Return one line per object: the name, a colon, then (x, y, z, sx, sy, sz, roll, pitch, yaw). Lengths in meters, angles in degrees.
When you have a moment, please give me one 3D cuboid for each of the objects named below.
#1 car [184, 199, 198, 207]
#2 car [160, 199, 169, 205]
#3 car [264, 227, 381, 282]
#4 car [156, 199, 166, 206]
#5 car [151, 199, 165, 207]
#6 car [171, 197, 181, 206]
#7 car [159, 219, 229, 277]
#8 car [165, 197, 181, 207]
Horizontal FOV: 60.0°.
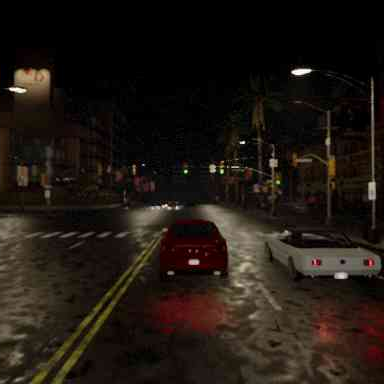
car: (-0.228, 2.440, 70.080, 1.994, 1.385, 4.181, 0, -1, 0)
car: (-7.370, 2.644, 89.001, 2.128, 1.511, 4.902, 0, -1, 0)
car: (3.546, 1.729, 10.121, 1.895, 1.301, 4.718, 0, -1, 0)
car: (-7.326, 2.516, 78.887, 1.812, 1.442, 4.674, 0, -1, 0)
car: (-7.286, 2.413, 69.392, 2.033, 1.411, 5.357, 0, -1, 0)
car: (-3.824, 2.211, 78.454, 2.150, 2.045, 5.566, 0, -1, 0)
car: (0.043, 1.614, 10.707, 1.882, 1.535, 5.008, 0, -1, 0)
car: (-3.785, 2.224, 69.114, 2.097, 1.767, 4.553, 0, -1, 0)
